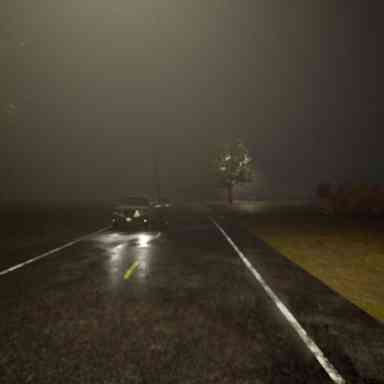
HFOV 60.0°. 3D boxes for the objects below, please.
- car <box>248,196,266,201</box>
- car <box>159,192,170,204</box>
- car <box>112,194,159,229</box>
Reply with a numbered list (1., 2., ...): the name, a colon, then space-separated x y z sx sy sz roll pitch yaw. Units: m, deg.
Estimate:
1. car: 15.562 1.583 79.668 4.181 1.385 1.994 0 1 -3
2. car: -5.376 1.002 63.472 2.150 2.045 5.566 0 0 -3
3. car: -3.653 1.210 21.818 2.150 2.045 5.566 0 0 -1
